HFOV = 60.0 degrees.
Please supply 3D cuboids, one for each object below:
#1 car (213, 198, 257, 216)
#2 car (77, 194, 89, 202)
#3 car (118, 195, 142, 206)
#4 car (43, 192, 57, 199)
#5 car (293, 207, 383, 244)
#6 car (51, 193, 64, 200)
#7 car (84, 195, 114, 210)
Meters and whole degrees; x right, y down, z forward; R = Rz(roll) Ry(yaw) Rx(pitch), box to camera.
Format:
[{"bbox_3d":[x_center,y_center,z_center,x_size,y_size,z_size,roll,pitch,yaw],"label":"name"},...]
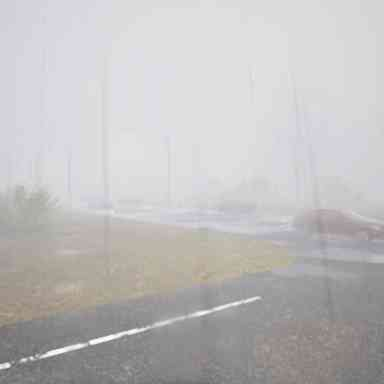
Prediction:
[{"bbox_3d":[3.988,1.382,31.594,1.837,1.490,4.892,0,0,-37],"label":"car"},{"bbox_3d":[-20.569,1.132,63.832,1.882,1.535,5.008,0,0,-37],"label":"car"},{"bbox_3d":[-9.241,1.234,48.962,1.882,1.535,5.008,0,0,-37],"label":"car"},{"bbox_3d":[-35.667,0.851,83.656,2.097,1.767,4.553,0,1,-37],"label":"car"},{"bbox_3d":[7.074,1.480,15.980,1.812,1.442,4.674,0,0,-37],"label":"car"},{"bbox_3d":[-31.960,0.892,78.790,2.097,1.767,4.553,0,1,-37],"label":"car"},{"bbox_3d":[-10.856,1.378,39.532,1.994,1.385,4.181,0,0,-37],"label":"car"}]
